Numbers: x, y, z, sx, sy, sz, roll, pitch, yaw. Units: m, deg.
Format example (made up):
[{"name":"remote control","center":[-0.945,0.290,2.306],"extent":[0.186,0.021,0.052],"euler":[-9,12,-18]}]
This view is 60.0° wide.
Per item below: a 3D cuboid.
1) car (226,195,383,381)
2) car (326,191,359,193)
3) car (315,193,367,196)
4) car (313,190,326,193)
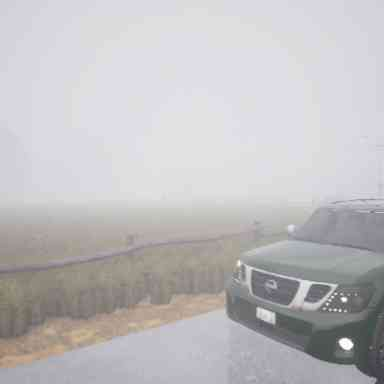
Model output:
[{"name":"car","center":[3.160,1.166,5.756],"extent":[5.566,2.045,2.150],"euler":[0,0,-36]},{"name":"car","center":[29.876,0.614,66.295],"extent":[2.242,1.667,4.611],"euler":[-1,1,-36]},{"name":"car","center":[15.843,1.099,36.400],"extent":[2.033,1.411,5.357],"euler":[-1,1,-35]},{"name":"car","center":[33.371,0.243,85.263],"extent":[1.932,1.855,4.605],"euler":[-1,1,-36]}]
